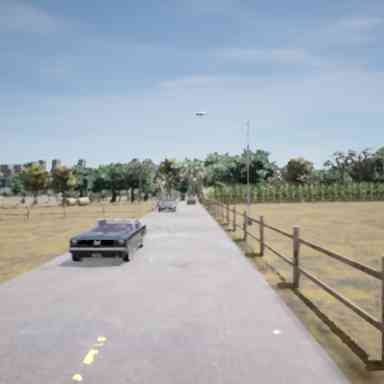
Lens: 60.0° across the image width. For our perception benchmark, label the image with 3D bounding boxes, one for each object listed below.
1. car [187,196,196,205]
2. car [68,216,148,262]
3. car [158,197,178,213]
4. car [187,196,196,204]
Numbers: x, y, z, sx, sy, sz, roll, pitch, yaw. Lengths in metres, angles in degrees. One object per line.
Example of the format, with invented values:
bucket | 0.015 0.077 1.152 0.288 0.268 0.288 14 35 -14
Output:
car | -0.078 1.882 66.995 2.128 1.511 4.902 0 -1 0
car | -2.853 1.611 12.215 1.895 1.301 4.718 0 0 0
car | -2.795 1.415 39.405 2.097 1.767 4.553 0 0 0
car | -0.091 1.764 77.395 2.097 1.767 4.553 0 -1 0
